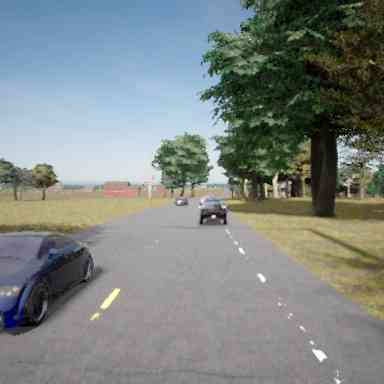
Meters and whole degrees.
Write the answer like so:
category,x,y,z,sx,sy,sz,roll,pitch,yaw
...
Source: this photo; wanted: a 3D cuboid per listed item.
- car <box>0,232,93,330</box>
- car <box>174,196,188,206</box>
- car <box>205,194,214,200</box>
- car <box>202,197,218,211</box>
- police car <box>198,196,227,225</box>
category,x,y,z,sx,sy,sz,roll,pitch,yaw
car,-3.536,1.553,6.856,1.994,1.385,4.181,0,0,1
car,-1.662,1.345,51.501,2.128,1.511,4.902,0,0,4
car,4.122,1.219,76.649,1.895,1.301,4.718,0,0,6
car,2.194,1.407,39.877,1.837,1.490,4.892,0,0,3
police car,1.477,1.378,24.063,1.930,1.638,5.238,0,0,2
